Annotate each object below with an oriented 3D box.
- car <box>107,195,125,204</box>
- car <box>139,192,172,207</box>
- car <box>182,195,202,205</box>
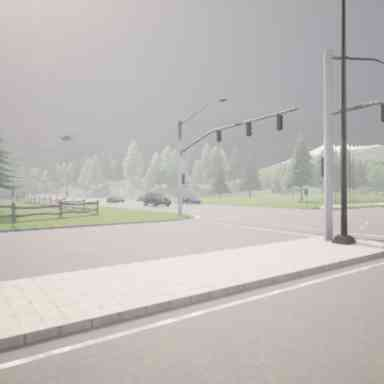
[{"bbox_3d":[-13.917,1.325,60.927,1.882,1.535,5.008,0,0,-34],"label":"car"},{"bbox_3d":[-5.078,1.070,48.126,2.150,2.045,5.566,0,0,-35],"label":"car"},{"bbox_3d":[-0.343,1.309,53.607,1.837,1.490,4.892,0,0,-35],"label":"car"}]
